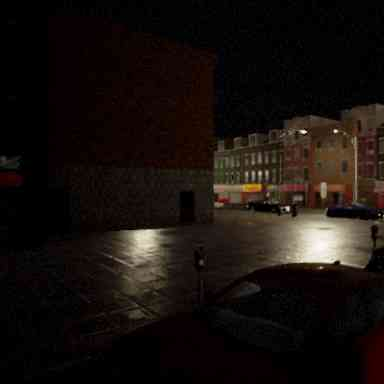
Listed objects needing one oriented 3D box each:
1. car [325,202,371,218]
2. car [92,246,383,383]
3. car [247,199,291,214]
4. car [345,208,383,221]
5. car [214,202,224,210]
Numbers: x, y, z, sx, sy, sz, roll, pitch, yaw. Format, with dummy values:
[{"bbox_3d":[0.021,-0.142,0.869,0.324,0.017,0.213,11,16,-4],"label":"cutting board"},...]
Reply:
[{"bbox_3d":[12.843,1.514,26.473,1.994,1.385,4.181,-1,0,-35],"label":"car"},{"bbox_3d":[1.184,1.538,3.660,4.507,1.381,1.887,0,0,-35],"label":"car"},{"bbox_3d":[7.734,1.434,33.667,2.128,1.511,4.902,-1,0,-35],"label":"car"},{"bbox_3d":[5.607,1.297,6.815,5.009,1.841,2.192,0,0,-35],"label":"car"},{"bbox_3d":[1.907,1.540,41.886,1.895,1.301,4.718,-1,0,-35],"label":"car"}]
